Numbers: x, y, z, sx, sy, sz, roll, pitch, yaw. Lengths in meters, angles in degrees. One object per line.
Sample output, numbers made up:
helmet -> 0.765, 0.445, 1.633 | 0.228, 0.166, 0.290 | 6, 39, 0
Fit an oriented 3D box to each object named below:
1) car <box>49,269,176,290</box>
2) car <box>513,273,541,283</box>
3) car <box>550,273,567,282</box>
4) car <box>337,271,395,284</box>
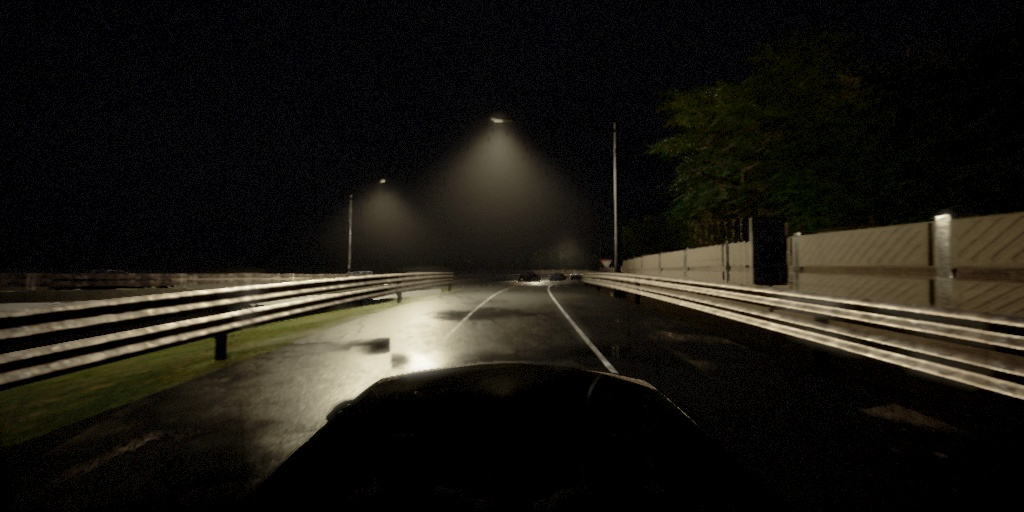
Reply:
car -> -22.790, 1.505, 20.717 | 4.902, 1.511, 2.128 | 3, -4, -41
car -> 2.475, 3.096, 50.874 | 1.812, 1.442, 4.674 | -1, -3, 30
car -> 8.098, 3.684, 62.077 | 2.033, 1.411, 5.357 | -1, -3, 23
car -> -12.379, 2.026, 30.621 | 2.128, 1.511, 4.902 | -2, -4, 43
